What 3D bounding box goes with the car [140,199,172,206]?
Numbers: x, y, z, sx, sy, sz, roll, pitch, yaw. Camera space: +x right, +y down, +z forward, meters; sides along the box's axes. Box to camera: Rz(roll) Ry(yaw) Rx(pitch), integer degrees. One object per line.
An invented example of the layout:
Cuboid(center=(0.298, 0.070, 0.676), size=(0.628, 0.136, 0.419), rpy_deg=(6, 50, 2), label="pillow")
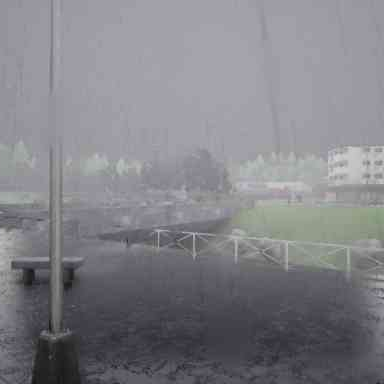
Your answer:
Cuboid(center=(-4.580, 1.601, 43.742), size=(1.895, 1.301, 4.718), rpy_deg=(0, 0, 36), label="car")
